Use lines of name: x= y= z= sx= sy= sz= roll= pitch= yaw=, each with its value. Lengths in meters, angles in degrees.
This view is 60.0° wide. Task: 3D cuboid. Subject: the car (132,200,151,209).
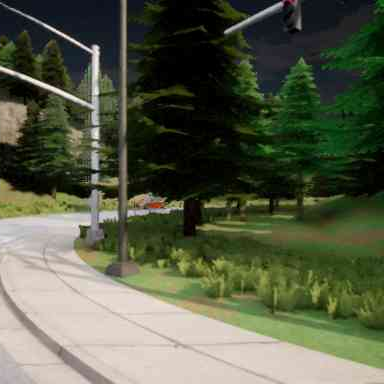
car: x=-5.404 y=1.379 z=41.506 sx=2.097 sy=1.767 sz=4.553 roll=0 pitch=0 yaw=35
